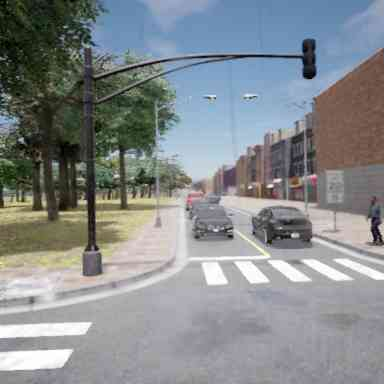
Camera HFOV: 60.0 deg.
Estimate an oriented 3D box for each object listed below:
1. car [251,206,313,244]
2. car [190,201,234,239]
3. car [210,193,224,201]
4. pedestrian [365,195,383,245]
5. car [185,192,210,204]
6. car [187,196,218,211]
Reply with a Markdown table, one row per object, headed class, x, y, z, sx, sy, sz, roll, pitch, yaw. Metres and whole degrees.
| class | x | y | z | sx | sy | sz | roll | pitch | yaw |
| --- | --- | --- | --- | --- | --- | --- | --- | --- | --- |
| car | 3.957 | 1.404 | 15.288 | 1.837 | 1.490 | 4.892 | -1 | 1 | -1 |
| car | 1.003 | 1.446 | 17.258 | 1.837 | 1.490 | 4.892 | -1 | 1 | -2 |
| car | 3.069 | 1.183 | 49.957 | 2.128 | 1.511 | 4.902 | -1 | 0 | -2 |
| pedestrian | 6.634 | 1.013 | 12.016 | 0.375 | 1.860 | 0.375 | -1 | 0 | -2 |
| car | 0.448 | 1.019 | 38.014 | 2.150 | 2.045 | 5.566 | -1 | 0 | -1 |
| car | 0.735 | 1.367 | 27.306 | 1.837 | 1.490 | 4.892 | -1 | 0 | -1 |
